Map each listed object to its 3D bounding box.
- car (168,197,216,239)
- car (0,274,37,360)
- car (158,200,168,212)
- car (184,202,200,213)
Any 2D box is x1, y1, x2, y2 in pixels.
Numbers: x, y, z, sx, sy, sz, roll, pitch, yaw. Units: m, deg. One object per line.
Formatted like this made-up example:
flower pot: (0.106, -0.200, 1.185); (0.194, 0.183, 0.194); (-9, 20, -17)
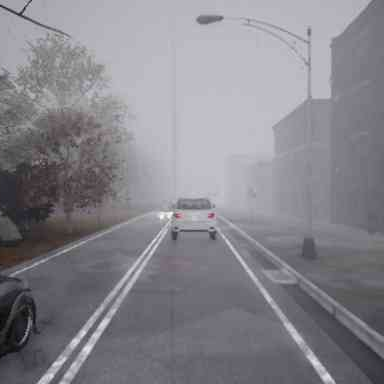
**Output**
car: (0.090, 1.263, 17.762); (2.150, 2.045, 5.566); (0, 0, 0)
car: (-3.349, 1.564, 3.363); (1.994, 1.385, 4.181); (0, 0, 0)
car: (-3.423, 1.866, 45.088); (2.128, 1.511, 4.902); (0, -1, 0)
car: (0.022, 1.925, 42.277); (1.895, 1.301, 4.718); (0, -1, 0)
